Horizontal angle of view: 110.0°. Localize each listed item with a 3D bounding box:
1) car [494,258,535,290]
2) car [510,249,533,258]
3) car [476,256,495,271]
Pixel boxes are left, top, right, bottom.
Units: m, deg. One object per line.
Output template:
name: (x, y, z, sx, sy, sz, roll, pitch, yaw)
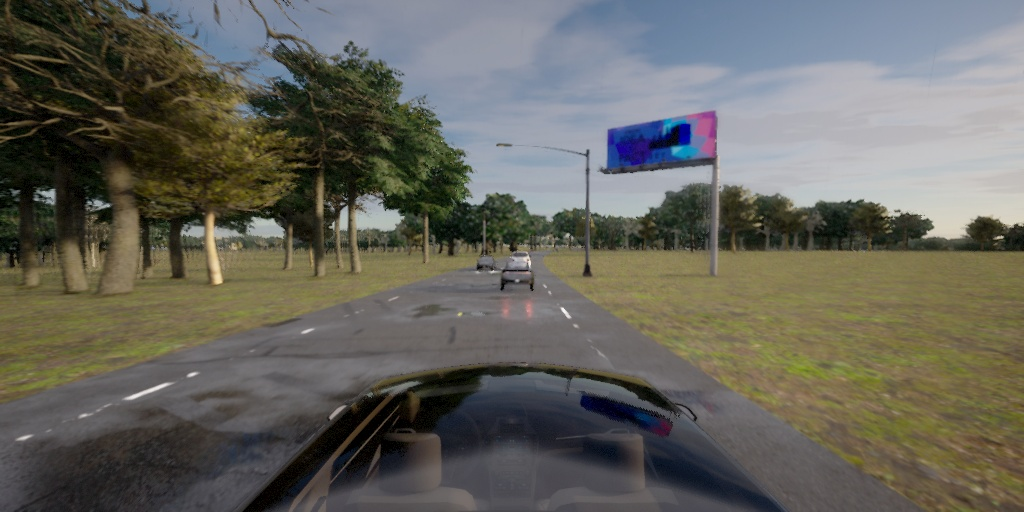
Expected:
car: (0.316, 1.050, 20.793, 2.128, 1.511, 4.902, 0, 1, 1)
car: (0.971, 0.498, 40.448, 2.150, 2.045, 5.566, 0, 1, 3)
car: (-2.762, 0.789, 39.248, 1.837, 1.490, 4.892, 0, 1, 3)
